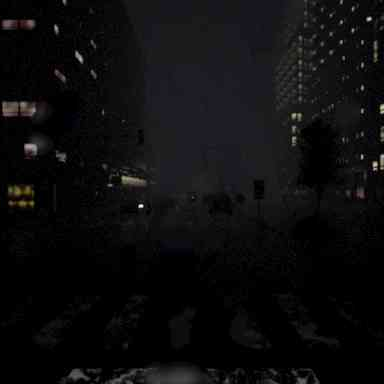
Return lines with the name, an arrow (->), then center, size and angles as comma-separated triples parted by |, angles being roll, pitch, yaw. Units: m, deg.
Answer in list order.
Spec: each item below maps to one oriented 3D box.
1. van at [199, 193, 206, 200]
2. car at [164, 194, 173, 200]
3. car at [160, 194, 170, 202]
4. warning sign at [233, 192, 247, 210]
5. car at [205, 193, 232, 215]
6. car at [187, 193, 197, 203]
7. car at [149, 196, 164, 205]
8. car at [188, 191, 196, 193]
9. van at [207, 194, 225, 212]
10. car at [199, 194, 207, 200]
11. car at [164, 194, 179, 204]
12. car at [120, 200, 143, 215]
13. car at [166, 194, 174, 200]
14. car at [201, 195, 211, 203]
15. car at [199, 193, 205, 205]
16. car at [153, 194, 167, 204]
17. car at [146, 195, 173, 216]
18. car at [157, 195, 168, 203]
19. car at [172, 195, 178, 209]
van -> 2.673, 1.041, 87.111 | 1.690, 1.788, 3.998 | 0, 0, 0
car -> -5.705, 1.239, 81.415 | 1.752, 1.417, 4.829 | 0, 0, 0
car -> -5.705, 1.183, 70.532 | 1.967, 1.590, 4.097 | 0, 0, 0
warning sign -> 5.067, 0.969, 35.102 | 1.300, 1.860, 1.060 | 0, 0, 0
car -> 2.681, 1.181, 31.846 | 2.192, 1.841, 5.009 | 0, 0, 0
car -> -0.009, 1.319, 60.623 | 2.033, 1.411, 5.357 | 0, 0, 0
car -> -5.702, 1.336, 53.951 | 1.887, 1.381, 4.507 | 0, 0, 0
car -> -0.010, 0.880, 71.069 | 2.150, 2.045, 5.566 | 0, 0, 0
van -> 2.680, 1.186, 37.372 | 1.690, 1.788, 3.998 | 0, 0, 0
car -> 2.675, 1.238, 81.756 | 1.752, 1.417, 4.829 | 0, 0, 0
car -> -3.079, 1.397, 52.246 | 1.895, 1.301, 4.718 | 0, 0, 0
car -> -5.698, 1.416, 31.846 | 2.008, 1.369, 4.403 | 0, 0, 0
car -> -5.706, 1.245, 87.111 | 1.887, 1.381, 4.507 | 0, 0, 0
car -> 2.677, 1.304, 65.007 | 1.887, 1.381, 4.507 | 0, 0, 0
car -> 2.678, 1.106, 53.952 | 2.192, 1.841, 5.009 | 0, 0, 0
car -> -5.703, 1.215, 59.479 | 1.967, 1.590, 4.097 | 0, 0, 0
car -> -3.104, 1.346, 31.267 | 1.882, 1.535, 5.008 | 0, 0, 0
car -> -5.703, 1.341, 65.006 | 1.802, 1.307, 4.206 | 0, 0, 0
car -> -3.104, 1.432, 41.400 | 1.895, 1.301, 4.718 | 0, 0, 0
